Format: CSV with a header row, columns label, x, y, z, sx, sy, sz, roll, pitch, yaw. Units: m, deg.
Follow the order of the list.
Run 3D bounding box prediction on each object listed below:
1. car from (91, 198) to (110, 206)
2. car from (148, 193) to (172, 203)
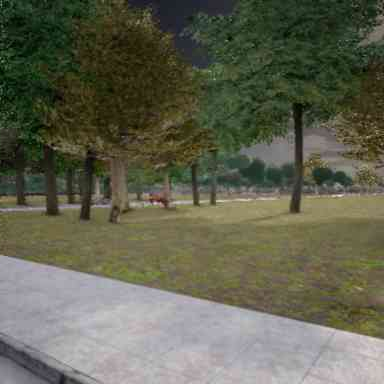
label,x,y,z,sx,sy,sz,roll,pitch,yaw
car,-15.326,1.657,56.377,1.994,1.385,4.181,0,0,36
car,-6.583,1.285,68.603,2.150,2.045,5.566,0,0,36
